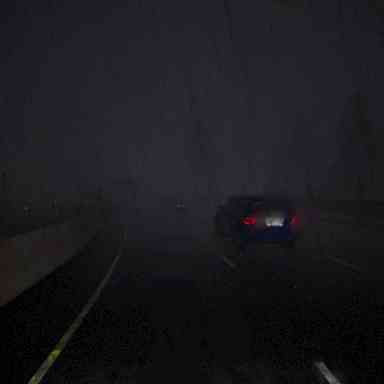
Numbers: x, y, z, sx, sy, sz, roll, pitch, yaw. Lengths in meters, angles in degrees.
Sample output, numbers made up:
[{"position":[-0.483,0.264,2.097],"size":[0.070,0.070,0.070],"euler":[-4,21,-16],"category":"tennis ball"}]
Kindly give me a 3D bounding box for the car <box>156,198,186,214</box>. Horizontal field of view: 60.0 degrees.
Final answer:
[{"position":[-2.146,1.340,33.187],"size":[2.033,1.411,5.357],"euler":[0,0,-19],"category":"car"}]

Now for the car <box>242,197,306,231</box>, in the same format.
[{"position":[4.828,1.212,20.339],"size":[2.097,1.767,4.553],"euler":[0,0,-10],"category":"car"}]

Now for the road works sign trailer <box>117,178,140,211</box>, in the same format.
[{"position":[-7.360,0.239,37.537],"size":[2.380,3.560,2.880],"euler":[0,0,-25],"category":"road works sign trailer"}]

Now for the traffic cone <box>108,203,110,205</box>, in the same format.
[{"position":[-12.363,1.664,49.554],"size":[0.340,0.580,0.340],"euler":[0,0,-25],"category":"traffic cone"}]

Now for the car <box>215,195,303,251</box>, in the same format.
[{"position":[2.444,1.128,13.792],"size":[2.150,2.045,5.566],"euler":[0,0,-7],"category":"car"}]
